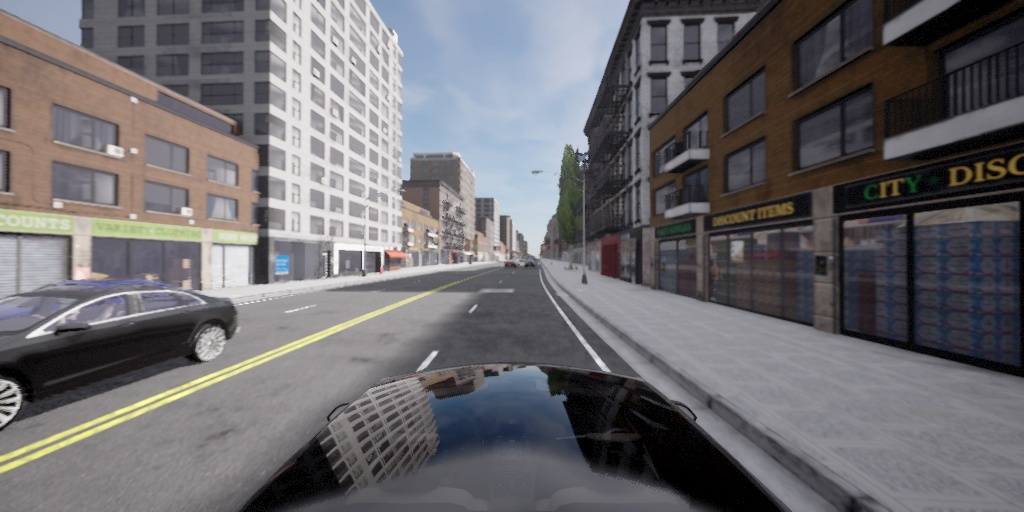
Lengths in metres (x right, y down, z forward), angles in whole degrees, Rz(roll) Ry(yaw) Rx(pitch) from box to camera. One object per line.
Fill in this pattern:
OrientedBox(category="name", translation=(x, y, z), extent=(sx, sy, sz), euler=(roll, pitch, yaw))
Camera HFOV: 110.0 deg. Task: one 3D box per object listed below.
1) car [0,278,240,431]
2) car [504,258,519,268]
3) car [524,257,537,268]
OrientedBox(category="car", translation=(-6.549, 1.233, 5.330), extent=(2.128, 1.511, 4.902), euler=(0, 0, 1))
OrientedBox(category="car", translation=(-0.244, 1.293, 60.704), extent=(1.882, 1.535, 5.008), euler=(0, 0, 4))
OrientedBox(category="car", translation=(3.082, 1.325, 61.626), extent=(1.837, 1.490, 4.892), euler=(0, 0, 4))
